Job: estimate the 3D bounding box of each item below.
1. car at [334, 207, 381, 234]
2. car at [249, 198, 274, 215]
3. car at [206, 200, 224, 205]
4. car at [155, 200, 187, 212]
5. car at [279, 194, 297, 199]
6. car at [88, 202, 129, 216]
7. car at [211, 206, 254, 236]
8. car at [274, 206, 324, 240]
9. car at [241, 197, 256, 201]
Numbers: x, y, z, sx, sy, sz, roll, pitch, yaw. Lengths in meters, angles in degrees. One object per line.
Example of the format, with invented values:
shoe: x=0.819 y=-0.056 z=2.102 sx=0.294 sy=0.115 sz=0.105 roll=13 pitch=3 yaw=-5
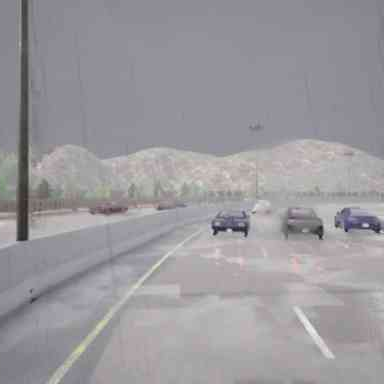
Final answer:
car: x=9.785 y=1.614 z=19.901 sx=1.812 sy=1.442 sz=4.674 roll=0 pitch=0 yaw=14
car: x=7.808 y=1.647 z=35.882 sx=1.812 sy=1.442 sz=4.674 roll=0 pitch=0 yaw=23
car: x=3.208 y=1.686 z=43.029 sx=1.994 sy=1.385 sz=4.181 roll=0 pitch=0 yaw=26
car: x=-2.332 y=1.639 z=39.394 sx=2.033 sy=1.411 sz=5.357 roll=0 pitch=0 yaw=23
car: x=21.404 y=1.228 z=74.057 sx=2.150 sy=2.045 sz=5.566 roll=0 pitch=0 yaw=44
car: x=-8.319 y=1.655 z=33.367 sx=1.895 sy=1.301 sz=4.718 roll=0 pitch=0 yaw=19
car: x=2.356 y=1.659 z=18.976 sx=1.895 sy=1.301 sz=4.718 roll=0 pitch=0 yaw=12
car: x=5.659 y=1.558 z=17.545 sx=2.128 sy=1.511 sz=4.902 roll=0 pitch=0 yaw=12
car: x=12.038 y=1.691 z=69.215 sx=1.882 sy=1.535 sz=5.008 roll=0 pitch=0 yaw=38
